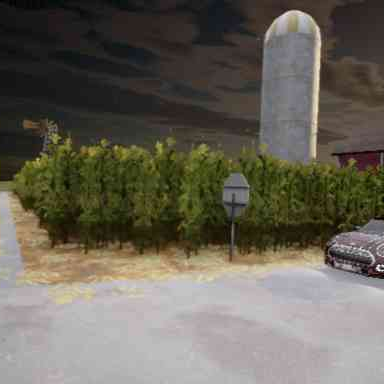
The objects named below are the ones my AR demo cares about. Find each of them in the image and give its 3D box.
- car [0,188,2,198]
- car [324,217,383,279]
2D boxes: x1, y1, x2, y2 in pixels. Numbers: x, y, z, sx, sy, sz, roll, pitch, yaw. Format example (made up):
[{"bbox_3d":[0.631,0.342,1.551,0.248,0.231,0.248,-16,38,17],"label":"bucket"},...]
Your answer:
[{"bbox_3d":[-30.122,0.068,50.590,2.033,1.411,5.357,2,0,-29],"label":"car"},{"bbox_3d":[6.240,1.564,10.229,4.553,1.767,2.097,3,0,-29],"label":"car"}]
